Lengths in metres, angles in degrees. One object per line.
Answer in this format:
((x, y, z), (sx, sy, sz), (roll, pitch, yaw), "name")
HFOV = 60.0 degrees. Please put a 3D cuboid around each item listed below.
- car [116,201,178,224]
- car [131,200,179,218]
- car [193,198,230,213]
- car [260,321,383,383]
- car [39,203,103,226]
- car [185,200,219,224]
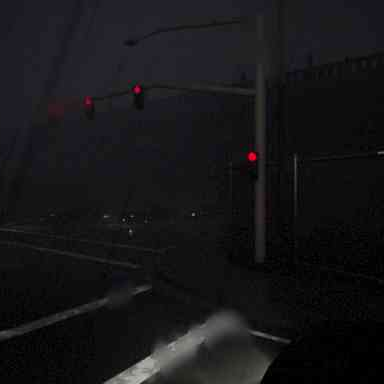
((-3.306, 1.602, 25.785), (2.033, 1.411, 5.357), (0, 0, 35), "car")
((-3.421, 1.580, 31.659), (1.812, 1.442, 4.674), (0, 0, 36), "car")
((2.357, 1.546, 39.798), (2.128, 1.511, 4.902), (0, 0, 35), "car")
((3.041, 1.547, 1.799), (5.357, 1.411, 2.033), (0, 0, 36), "car")
((-8.708, 1.580, 24.258), (1.812, 1.442, 4.674), (0, 0, 37), "car")
((1.259, 1.619, 25.844), (1.994, 1.385, 4.181), (0, 0, 36), "car")
